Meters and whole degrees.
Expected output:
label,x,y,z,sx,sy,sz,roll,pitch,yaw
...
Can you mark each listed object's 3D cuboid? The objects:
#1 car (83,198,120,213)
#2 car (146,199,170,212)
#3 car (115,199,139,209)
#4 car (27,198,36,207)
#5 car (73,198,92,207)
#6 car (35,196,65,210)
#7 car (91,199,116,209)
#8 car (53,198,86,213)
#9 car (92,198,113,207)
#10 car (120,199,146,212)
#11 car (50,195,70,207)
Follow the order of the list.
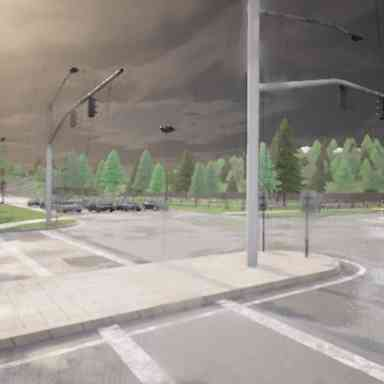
label,x,y,z,sx,sy,sz,roll,pitch,yaw
car,-10.896,1.683,39.451,2.033,1.411,5.357,1,0,-35
car,-4.707,1.717,42.823,1.837,1.490,4.892,1,0,-35
car,-9.822,1.773,50.080,1.994,1.385,4.181,1,0,-35
car,-25.232,1.654,53.729,1.994,1.385,4.181,1,0,-35
car,-18.697,1.731,56.611,1.994,1.385,4.181,1,0,-35
car,-19.502,1.641,45.571,2.033,1.411,5.357,1,0,-35
car,-12.961,1.771,48.444,1.895,1.301,4.718,1,0,-35
car,-13.935,1.698,37.686,1.895,1.301,4.718,1,0,-35
car,-15.849,1.752,58.657,2.033,1.411,5.357,1,0,-35
car,-7.914,1.737,41.297,1.994,1.385,4.181,1,0,-35
car,-21.871,1.481,55.037,2.097,1.767,4.553,1,0,-35
